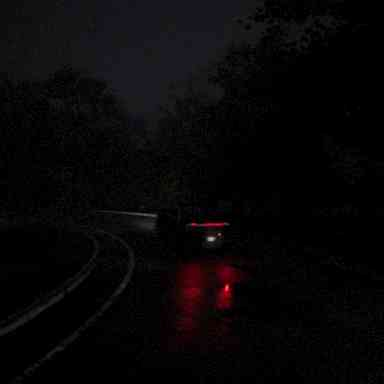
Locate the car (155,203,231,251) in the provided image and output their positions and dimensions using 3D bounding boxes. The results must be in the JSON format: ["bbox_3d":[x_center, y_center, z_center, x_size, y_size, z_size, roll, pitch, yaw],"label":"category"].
[{"bbox_3d":[-0.130,1.178,12.663,2.128,1.511,4.902,1,1,-17],"label":"car"}]
